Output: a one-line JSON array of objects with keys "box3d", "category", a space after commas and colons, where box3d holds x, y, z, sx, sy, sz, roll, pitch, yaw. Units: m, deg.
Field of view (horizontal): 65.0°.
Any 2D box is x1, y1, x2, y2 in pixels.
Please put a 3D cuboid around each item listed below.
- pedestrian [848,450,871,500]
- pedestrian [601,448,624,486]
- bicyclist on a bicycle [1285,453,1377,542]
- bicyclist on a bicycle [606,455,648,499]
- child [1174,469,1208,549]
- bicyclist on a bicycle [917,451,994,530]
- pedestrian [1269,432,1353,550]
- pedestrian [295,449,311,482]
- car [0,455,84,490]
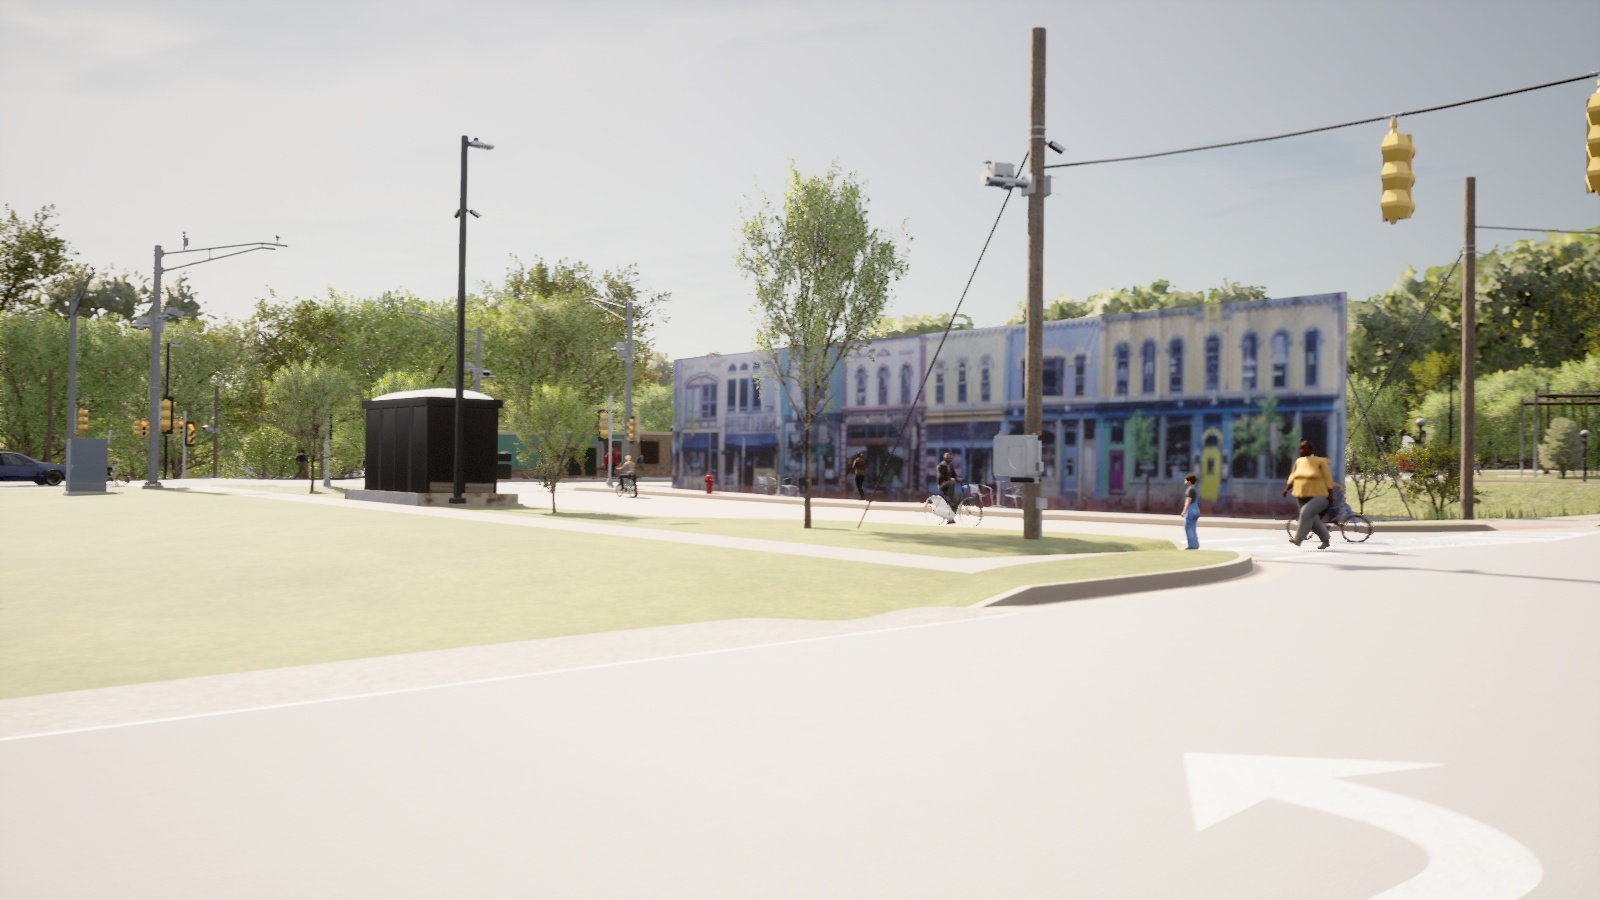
[{"box3d": [2.181, 0.922, 45.924, 0.328, 1.805, 0.869, 1, -1, -37], "category": "pedestrian"}, {"box3d": [-9.013, 0.819, 60.280, 0.899, 1.844, 0.634, 0, -1, 42], "category": "pedestrian"}, {"box3d": [9.966, 0.889, 23.558, 1.509, 1.612, 0.866, 0, -2, 29], "category": "bicyclist on a bicycle"}, {"box3d": [-6.561, 1.022, 47.619, 0.866, 1.612, 1.509, 1, -1, -39], "category": "bicyclist on a bicycle"}, {"box3d": [6.259, 0.938, 20.102, 0.437, 1.263, 0.270, 0, -1, 44], "category": "child"}, {"box3d": [3.612, 0.929, 29.285, 0.659, 1.776, 1.843, 1, -2, -39], "category": "bicyclist on a bicycle"}, {"box3d": [8.267, 0.657, 20.323, 0.900, 1.855, 0.874, 1, -1, -26], "category": "pedestrian"}, {"box3d": [-28.423, 0.894, 71.819, 0.370, 1.835, 0.726, 0, -1, 41], "category": "pedestrian"}, {"box3d": [-32.311, 0.903, 50.885, 2.033, 1.411, 5.357, 0, 0, 44], "category": "car"}]
